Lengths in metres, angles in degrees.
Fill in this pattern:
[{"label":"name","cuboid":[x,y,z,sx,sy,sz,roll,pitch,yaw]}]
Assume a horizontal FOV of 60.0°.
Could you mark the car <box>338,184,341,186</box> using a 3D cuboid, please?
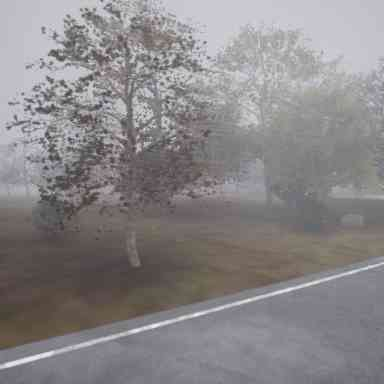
[{"label":"car","cuboid":[36.553,-2.203,82.642,4.674,1.442,1.812,-5,3,-26]}]
